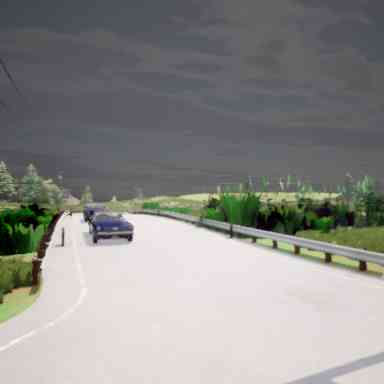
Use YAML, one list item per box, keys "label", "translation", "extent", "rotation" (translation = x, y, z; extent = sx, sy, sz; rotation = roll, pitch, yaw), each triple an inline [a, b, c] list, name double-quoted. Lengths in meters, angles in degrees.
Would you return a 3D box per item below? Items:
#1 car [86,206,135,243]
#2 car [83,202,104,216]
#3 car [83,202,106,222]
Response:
- label: "car"
  translation: [-4.205, 1.687, 17.049]
  extent: [1.895, 1.301, 4.718]
  rotation: [0, 1, -20]
- label: "car"
  translation: [-10.932, 1.876, 36.723]
  extent: [2.128, 1.511, 4.902]
  rotation: [0, -3, -18]
- label: "car"
  translation: [-7.569, 1.649, 26.527]
  extent: [1.895, 1.301, 4.718]
  rotation: [0, -1, -19]
